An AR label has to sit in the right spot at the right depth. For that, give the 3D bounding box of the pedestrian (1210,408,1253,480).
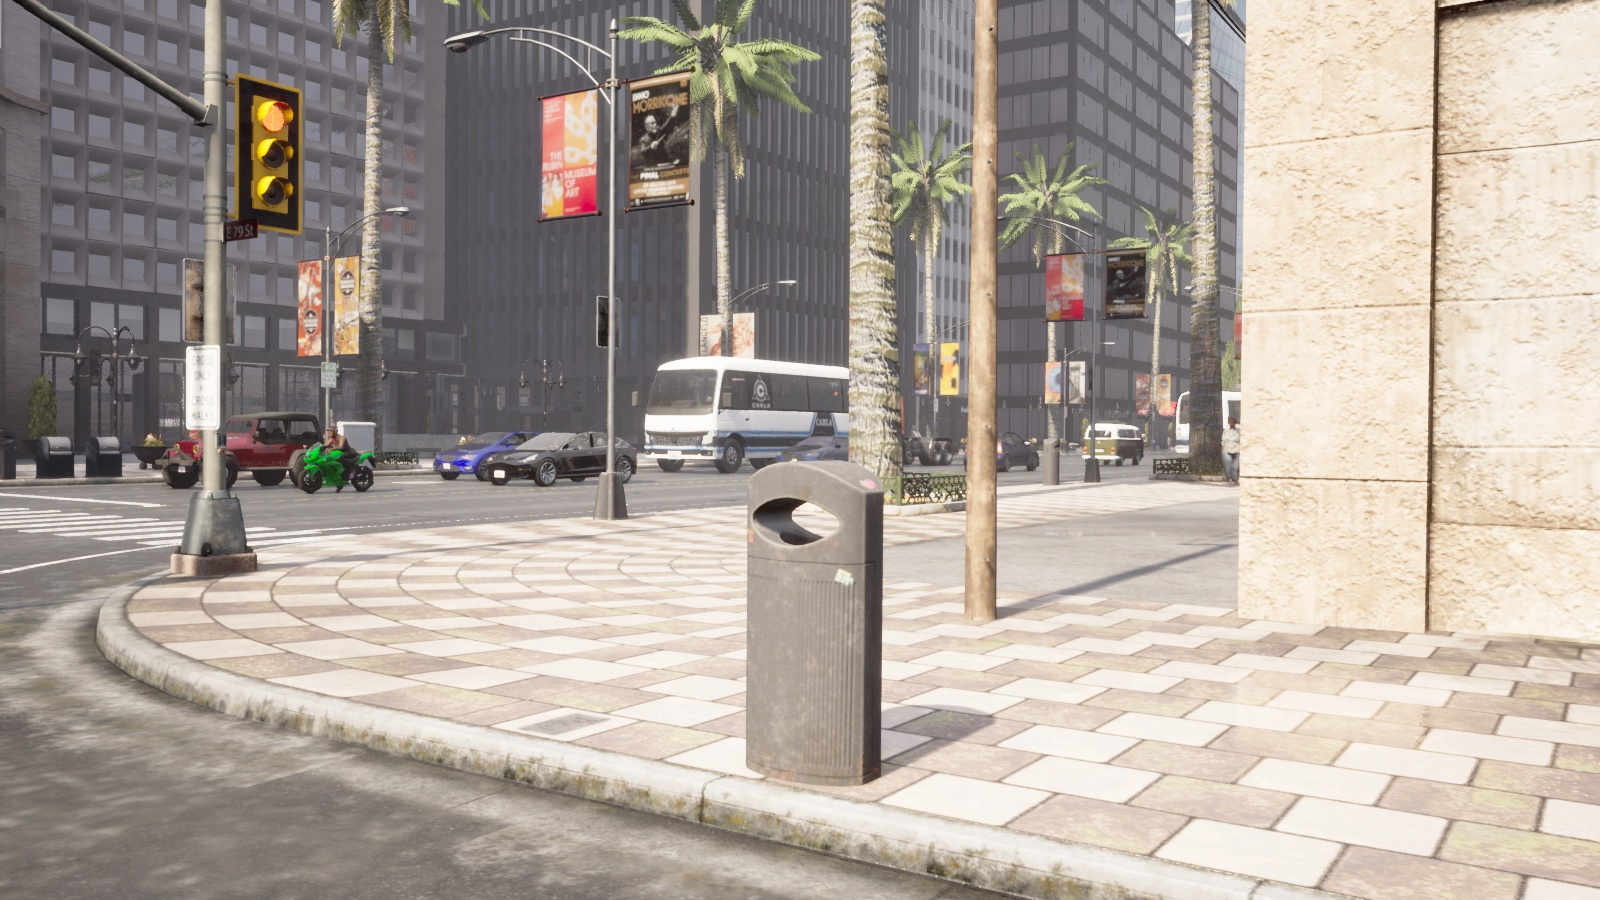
[{"bbox_3d":[11.385,-0.167,33.130,0.874,1.855,0.900,0,1,33],"label":"pedestrian"}]

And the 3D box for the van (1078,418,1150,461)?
[{"bbox_3d":[15.435,-0.526,61.589,2.069,2.038,4.480,0,1,33],"label":"van"}]

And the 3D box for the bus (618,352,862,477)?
[{"bbox_3d":[-1.975,-1.281,47.871,3.944,4.253,10.273,0,1,34],"label":"bus"}]

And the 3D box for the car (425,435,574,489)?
[{"bbox_3d":[-8.902,0.314,37.493,1.816,1.474,4.193,0,1,34],"label":"car"}]

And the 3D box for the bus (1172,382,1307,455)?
[{"bbox_3d":[27.581,-1.966,78.451,3.944,4.253,10.273,0,1,44],"label":"bus"}]

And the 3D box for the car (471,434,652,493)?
[{"bbox_3d":[-6.506,0.315,34.783,2.163,1.488,4.792,0,1,33],"label":"car"}]

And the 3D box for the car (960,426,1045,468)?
[{"bbox_3d":[8.176,-0.133,50.467,1.851,1.617,3.988,0,1,34],"label":"car"}]

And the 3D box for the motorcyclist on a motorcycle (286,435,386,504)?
[{"bbox_3d":[-10.567,0.418,28.681,0.797,1.523,2.044,0,1,34],"label":"motorcyclist on a motorcycle"}]

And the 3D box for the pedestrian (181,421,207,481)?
[{"bbox_3d":[-18.539,0.032,38.408,0.345,1.836,0.594,0,1,27],"label":"pedestrian"}]

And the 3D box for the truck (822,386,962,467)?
[{"bbox_3d":[4.365,-1.075,57.413,2.891,3.462,7.936,0,1,33],"label":"truck"}]

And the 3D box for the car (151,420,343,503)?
[{"bbox_3d":[-13.428,0.230,30.680,1.905,1.878,3.866,0,1,34],"label":"car"}]

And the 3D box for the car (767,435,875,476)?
[{"bbox_3d":[0.816,0.163,45.754,1.994,1.385,4.181,0,1,34],"label":"car"}]
